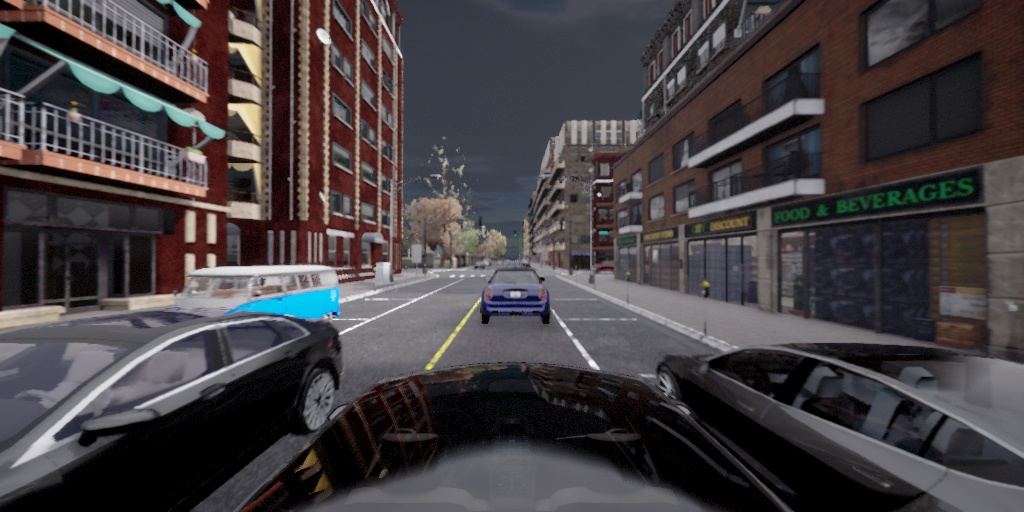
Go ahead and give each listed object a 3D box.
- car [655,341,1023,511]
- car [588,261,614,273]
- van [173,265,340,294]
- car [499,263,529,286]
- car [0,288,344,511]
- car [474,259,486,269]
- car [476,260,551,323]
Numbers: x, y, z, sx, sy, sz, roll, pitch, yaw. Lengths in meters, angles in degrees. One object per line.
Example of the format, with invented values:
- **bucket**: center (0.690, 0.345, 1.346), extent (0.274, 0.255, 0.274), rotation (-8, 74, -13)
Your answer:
- **car**: center (2.693, 1.320, 2.816), extent (1.948, 1.339, 4.313), rotation (0, 0, 0)
- **car**: center (13.471, 1.563, 51.178), extent (5.009, 1.841, 2.192), rotation (0, 0, -1)
- **van**: center (-5.685, 1.117, 8.480), extent (1.690, 1.789, 3.998), rotation (0, 0, 0)
- **car**: center (0.111, 1.346, 27.836), extent (2.128, 1.511, 4.902), rotation (0, 0, 0)
- **car**: center (-3.097, 1.245, 2.709), extent (2.128, 1.511, 4.902), rotation (0, 0, 0)
- **car**: center (-5.663, 1.596, 63.528), extent (1.948, 1.339, 4.313), rotation (0, 0, 0)
- **car**: center (0.106, 1.142, 12.525), extent (2.097, 1.767, 4.553), rotation (0, 0, 0)
